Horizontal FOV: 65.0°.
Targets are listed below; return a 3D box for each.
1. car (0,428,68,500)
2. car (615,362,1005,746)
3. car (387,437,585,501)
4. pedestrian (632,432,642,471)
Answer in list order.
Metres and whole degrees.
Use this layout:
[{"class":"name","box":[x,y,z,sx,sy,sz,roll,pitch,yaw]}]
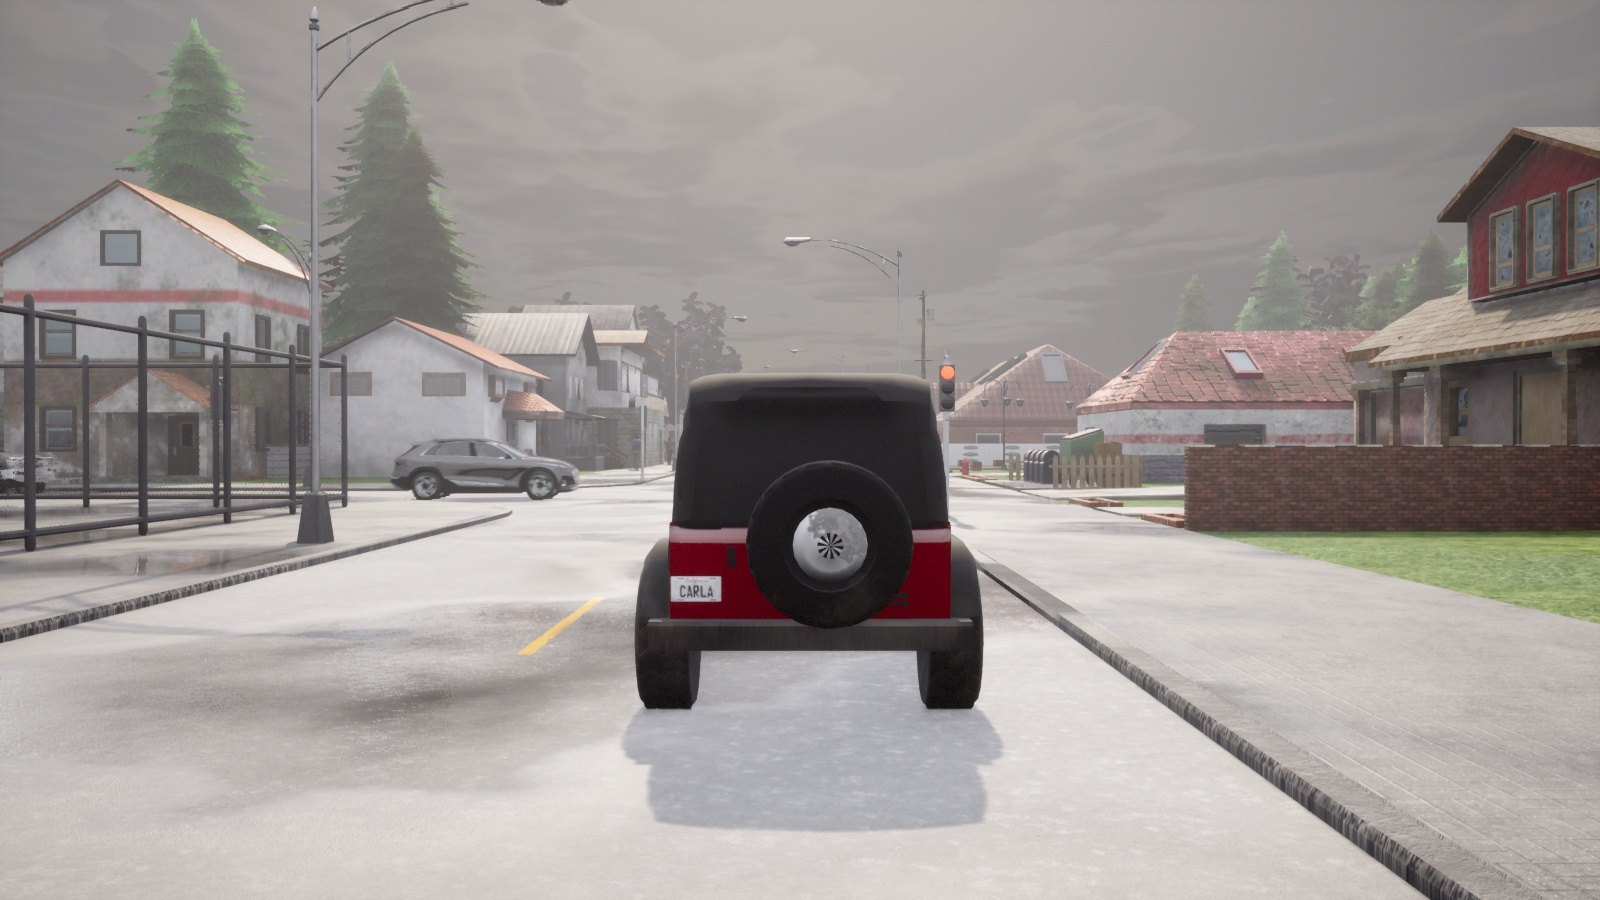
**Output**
[{"class":"car","box":[-22.317,0.357,33.361,4.605,1.855,1.932,0,0,0]},{"class":"car","box":[0.055,0.497,8.079,1.905,1.878,3.866,0,0,0]},{"class":"car","box":[-8.283,0.481,33.479,4.856,1.649,2.033,0,1,-4]},{"class":"pedestrian","box":[-8.259,0.091,63.533,0.423,1.949,0.788,0,0,-14]}]
